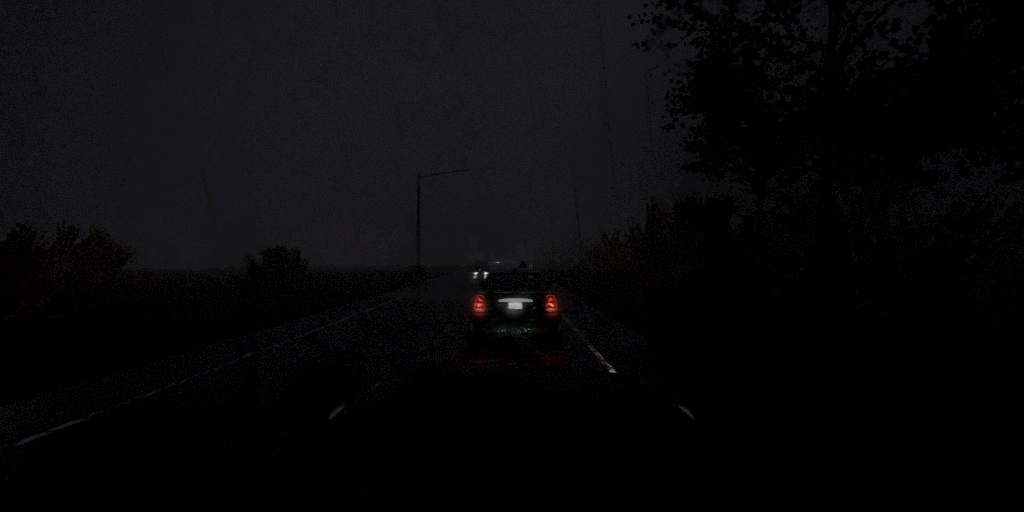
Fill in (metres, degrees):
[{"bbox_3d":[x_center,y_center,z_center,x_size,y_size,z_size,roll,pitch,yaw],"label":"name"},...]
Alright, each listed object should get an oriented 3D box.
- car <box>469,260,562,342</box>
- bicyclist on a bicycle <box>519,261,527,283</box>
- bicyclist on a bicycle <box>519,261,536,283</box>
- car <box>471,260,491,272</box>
[{"bbox_3d":[0.072,1.099,9.893,2.097,1.767,4.553,0,0,0],"label":"car"},{"bbox_3d":[0.840,1.193,27.354,0.582,1.620,1.656,0,0,0],"label":"bicyclist on a bicycle"},{"bbox_3d":[0.903,1.181,17.237,0.866,1.612,1.509,0,0,0],"label":"bicyclist on a bicycle"},{"bbox_3d":[-3.898,1.285,46.031,2.033,1.411,5.357,0,0,0],"label":"car"}]
